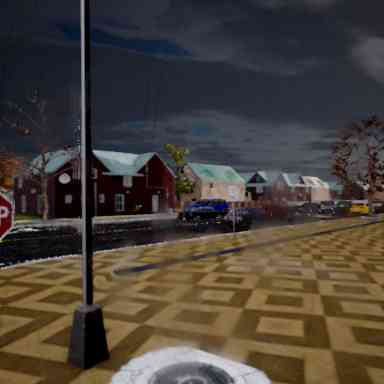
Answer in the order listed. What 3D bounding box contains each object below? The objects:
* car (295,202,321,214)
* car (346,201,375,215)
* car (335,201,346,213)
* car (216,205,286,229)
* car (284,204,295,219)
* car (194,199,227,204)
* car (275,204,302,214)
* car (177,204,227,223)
[{"bbox_3d":[16.411,2.221,46.502,1.837,1.490,4.892,-1,-2,43],"label":"car"},{"bbox_3d":[22.013,2.105,42.837,1.882,1.535,5.008,-1,-1,44],"label":"car"},{"bbox_3d":[22.446,2.080,48.030,2.097,1.767,4.553,-1,-2,43],"label":"car"},{"bbox_3d":[4.413,1.857,24.186,2.033,1.411,5.357,-1,-1,43],"label":"car"},{"bbox_3d":[7.884,1.982,32.585,1.812,1.442,4.674,-1,-1,43],"label":"car"},{"bbox_3d":[1.630,1.750,35.721,2.150,2.045,5.566,-1,-1,43],"label":"car"},{"bbox_3d":[14.264,2.426,48.955,1.895,1.301,4.718,-1,-2,43],"label":"car"},{"bbox_3d":[0.842,2.029,30.148,1.895,1.301,4.718,-1,-1,43],"label":"car"}]
